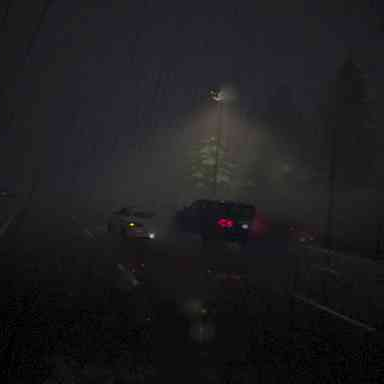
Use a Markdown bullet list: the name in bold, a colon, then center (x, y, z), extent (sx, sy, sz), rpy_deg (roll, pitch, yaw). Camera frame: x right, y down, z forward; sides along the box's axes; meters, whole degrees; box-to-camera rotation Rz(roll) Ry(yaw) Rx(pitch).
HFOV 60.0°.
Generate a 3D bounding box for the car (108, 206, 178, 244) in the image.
- **car**: center (-2.506, 1.375, 15.010), extent (1.812, 1.442, 4.674), rpy_deg (5, 0, -25)

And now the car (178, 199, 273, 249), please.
- **car**: center (0.998, 1.370, 15.805), extent (2.150, 2.045, 5.566), rpy_deg (5, 0, -25)

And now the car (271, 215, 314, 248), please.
- **car**: center (4.093, 1.908, 17.373), extent (2.128, 1.511, 4.902), rpy_deg (5, 0, -25)

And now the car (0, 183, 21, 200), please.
- **car**: center (-19.787, 0.043, 35.337), extent (1.994, 1.385, 4.181), rpy_deg (5, 0, -25)

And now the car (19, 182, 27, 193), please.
- **car**: center (-28.407, -0.569, 53.921), extent (1.895, 1.301, 4.718), rpy_deg (5, 0, -25)

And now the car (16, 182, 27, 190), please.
- **car**: center (-36.642, -1.289, 71.659), extent (1.837, 1.490, 4.892), rpy_deg (5, 0, -25)
